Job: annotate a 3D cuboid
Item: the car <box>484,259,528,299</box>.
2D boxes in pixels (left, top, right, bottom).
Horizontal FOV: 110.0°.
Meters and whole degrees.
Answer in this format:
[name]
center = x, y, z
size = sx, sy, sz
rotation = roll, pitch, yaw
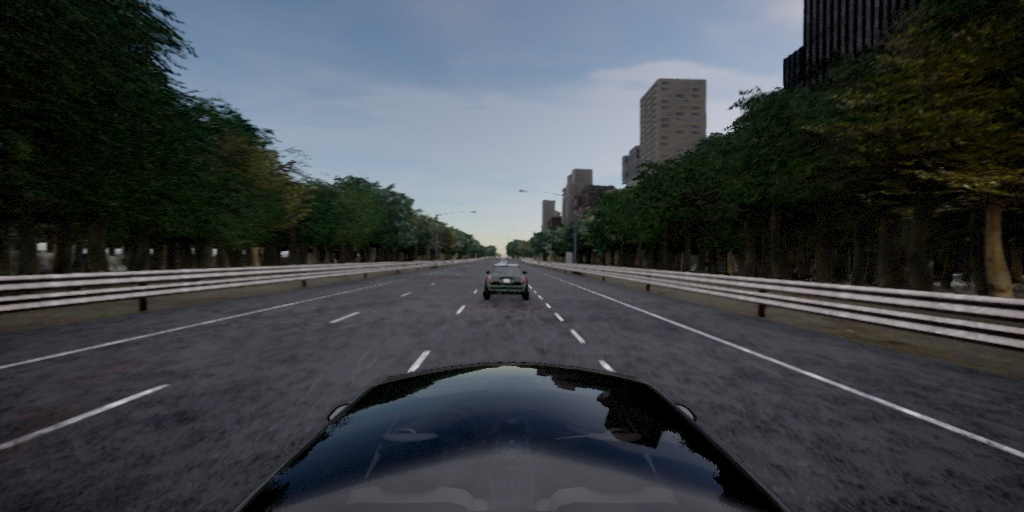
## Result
[car]
center = -0.306, 1.190, 18.767
size = 2.097, 1.767, 4.553
rotation = 1, 0, -1
